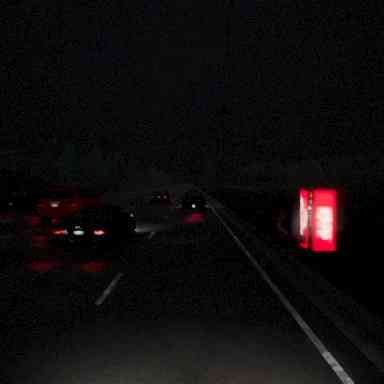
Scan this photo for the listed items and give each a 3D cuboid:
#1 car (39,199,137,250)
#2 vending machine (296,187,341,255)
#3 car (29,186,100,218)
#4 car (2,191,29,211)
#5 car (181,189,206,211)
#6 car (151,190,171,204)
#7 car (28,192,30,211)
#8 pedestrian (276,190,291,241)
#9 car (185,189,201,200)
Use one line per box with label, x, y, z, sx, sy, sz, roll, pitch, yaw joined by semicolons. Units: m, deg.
car;-3.389;1.193;12.454;2.033;1.411;5.357;0;2;0
vending machine;4.076;0.887;10.778;1.100;2.100;0.880;0;2;0
car;-6.885;0.675;19.359;2.150;2.045;5.566;0;2;0
car;-13.878;0.686;28.027;1.882;1.535;5.008;0;2;0
car;0.123;0.726;27.573;1.837;1.490;4.892;0;2;0
car;-3.372;0.519;36.412;2.033;1.411;5.357;0;2;0
car;-10.379;0.802;25.579;1.812;1.442;4.674;0;2;0
pedestrian;3.201;0.805;11.831;0.375;1.860;0.375;0;2;0
car;0.134;0.261;46.178;1.994;1.385;4.181;0;2;0
